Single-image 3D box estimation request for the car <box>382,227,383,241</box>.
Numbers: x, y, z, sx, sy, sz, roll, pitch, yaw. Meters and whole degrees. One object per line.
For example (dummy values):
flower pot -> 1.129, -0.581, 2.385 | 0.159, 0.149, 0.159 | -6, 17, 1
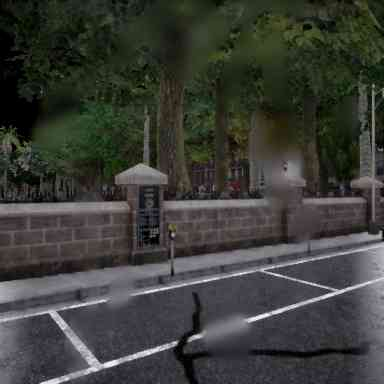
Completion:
car -> 9.760, 1.310, 13.509 | 5.009, 1.841, 2.192 | 0, 0, -36
